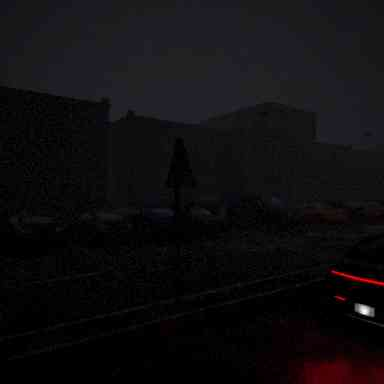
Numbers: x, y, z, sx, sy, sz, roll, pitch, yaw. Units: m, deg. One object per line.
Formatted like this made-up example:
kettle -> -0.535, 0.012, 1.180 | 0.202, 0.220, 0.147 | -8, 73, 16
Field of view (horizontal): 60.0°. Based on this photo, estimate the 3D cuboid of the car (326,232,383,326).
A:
car -> 4.537, 1.506, 6.358 | 4.892, 1.490, 1.837 | 0, 0, -35

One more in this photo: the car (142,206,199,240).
car -> -2.106, 1.489, 17.177 | 2.097, 1.535, 5.008 | 0, 0, -36

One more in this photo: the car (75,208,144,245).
car -> -4.348, 1.532, 15.573 | 2.002, 1.452, 4.674 | 0, 0, -36

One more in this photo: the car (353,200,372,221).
car -> 11.318, 1.525, 26.845 | 2.163, 1.488, 4.792 | 0, 0, -36

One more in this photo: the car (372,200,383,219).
car -> 13.467, 1.497, 28.578 | 1.946, 1.575, 5.366 | 0, 0, -36

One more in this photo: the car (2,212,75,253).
car -> -6.695, 1.536, 13.890 | 2.002, 1.452, 4.674 | 0, 0, -36

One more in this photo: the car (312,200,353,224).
car -> 8.985, 1.487, 25.365 | 1.946, 1.575, 5.366 | 0, 0, -36

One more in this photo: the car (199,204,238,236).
car -> 0.131, 1.527, 18.791 | 2.002, 1.452, 4.674 | 0, 0, -36

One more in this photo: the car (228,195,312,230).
car -> 4.630, 1.235, 21.979 | 2.435, 2.045, 5.566 | 0, 0, -36
